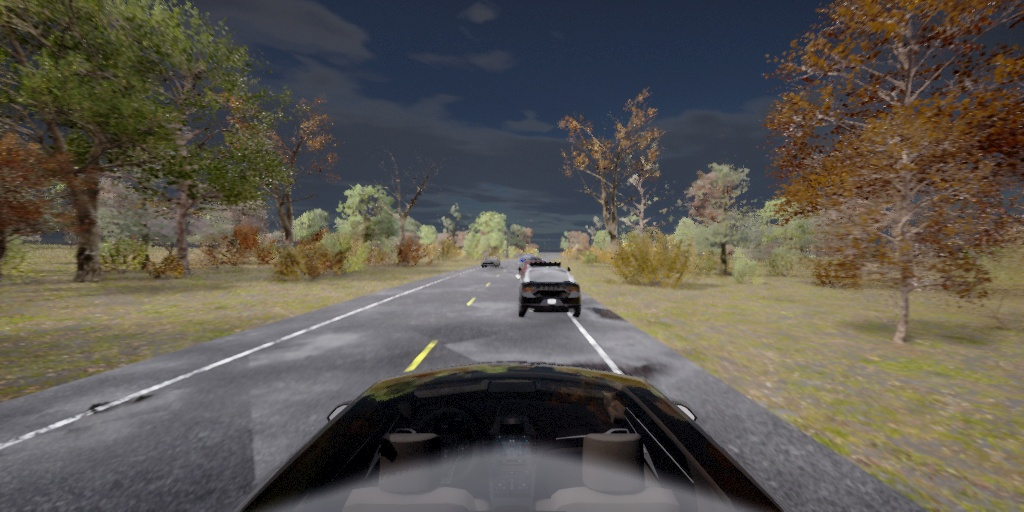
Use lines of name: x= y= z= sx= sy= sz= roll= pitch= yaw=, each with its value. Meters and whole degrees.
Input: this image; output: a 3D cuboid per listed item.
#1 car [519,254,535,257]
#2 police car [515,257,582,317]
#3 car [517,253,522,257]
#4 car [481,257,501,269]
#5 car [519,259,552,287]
car: x=1.637 y=0.859 z=28.319 sx=1.837 sy=1.490 sz=4.892 roll=0 pitch=1 yaw=2
police car: x=1.148 y=1.012 z=12.508 sx=1.930 sy=1.638 sz=5.238 roll=0 pitch=1 yaw=1
car: x=2.206 y=0.525 z=52.847 sx=1.882 sy=1.535 sz=5.008 roll=0 pitch=0 yaw=5
car: x=-2.346 y=0.790 z=40.304 sx=1.895 sy=1.301 sz=4.718 roll=0 pitch=1 yaw=4
car: x=1.405 y=0.966 z=22.351 sx=1.812 sy=1.442 sz=4.674 roll=0 pitch=1 yaw=2
